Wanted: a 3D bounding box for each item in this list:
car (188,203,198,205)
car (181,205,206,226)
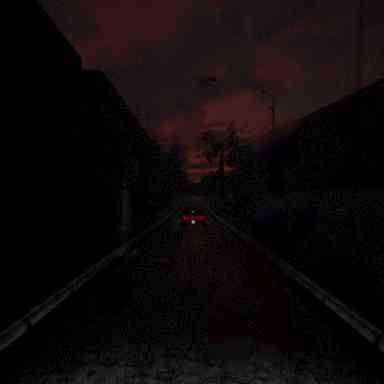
[{"bbox_3d":[0.093,2.198,43.039,1.812,1.442,4.674,0,0,0],"label":"car"},{"bbox_3d":[0.096,2.013,27.150,1.895,1.301,4.718,0,-1,0],"label":"car"}]
